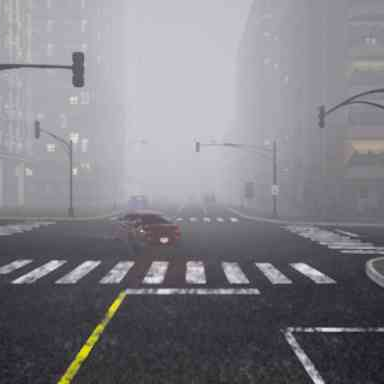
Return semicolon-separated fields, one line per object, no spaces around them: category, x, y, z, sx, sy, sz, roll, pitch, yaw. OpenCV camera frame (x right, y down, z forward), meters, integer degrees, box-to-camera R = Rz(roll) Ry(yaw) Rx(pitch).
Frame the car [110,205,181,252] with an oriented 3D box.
car;-2.001;1.487;13.792;1.812;1.442;4.674;2;0;-26

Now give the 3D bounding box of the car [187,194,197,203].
car;-0.004;1.443;64.949;1.895;1.301;4.718;0;0;0

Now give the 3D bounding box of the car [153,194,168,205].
car;-5.698;1.384;57.456;1.752;1.417;4.829;0;0;0

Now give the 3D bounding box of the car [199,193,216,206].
car;2.683;1.185;52.077;2.192;1.841;5.009;0;0;0

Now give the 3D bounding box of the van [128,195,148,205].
van;-5.696;1.249;35.422;1.690;1.788;3.998;0;0;0

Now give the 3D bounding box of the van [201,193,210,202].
van;2.681;1.176;68.729;1.690;1.788;3.998;0;0;0

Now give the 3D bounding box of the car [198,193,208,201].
car;2.680;1.128;79.831;2.192;1.841;5.009;0;0;0

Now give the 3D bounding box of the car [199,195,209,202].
car;2.681;1.374;74.280;2.008;1.369;4.403;0;0;0

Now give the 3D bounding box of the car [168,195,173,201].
car;-5.700;1.264;74.278;1.967;1.590;4.097;0;0;0

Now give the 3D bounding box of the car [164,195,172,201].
car;-5.700;1.339;79.659;1.752;1.417;4.829;0;0;0

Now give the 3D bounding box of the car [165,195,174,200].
car;-5.701;1.354;85.381;2.008;1.369;4.403;0;0;0

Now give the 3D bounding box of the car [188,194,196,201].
car;-0.006;1.173;74.924;1.837;1.490;4.892;0;0;0
